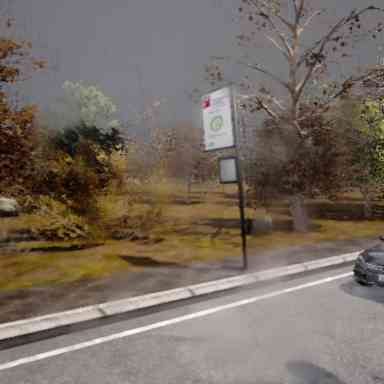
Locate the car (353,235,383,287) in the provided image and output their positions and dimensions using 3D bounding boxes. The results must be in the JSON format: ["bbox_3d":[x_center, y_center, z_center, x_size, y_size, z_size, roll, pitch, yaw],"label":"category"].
[{"bbox_3d":[5.866,1.510,8.147,4.674,1.442,1.812,0,0,-36],"label":"car"}]
